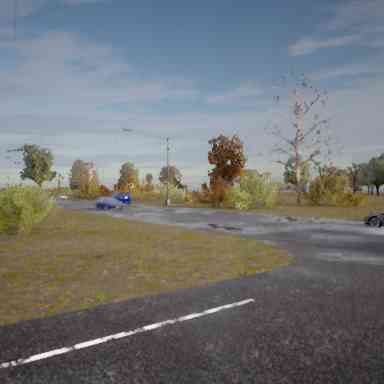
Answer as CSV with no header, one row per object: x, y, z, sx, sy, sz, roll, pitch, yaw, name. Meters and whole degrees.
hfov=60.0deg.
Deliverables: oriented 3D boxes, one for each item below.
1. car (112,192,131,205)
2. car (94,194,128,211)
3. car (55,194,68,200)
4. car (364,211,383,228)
-11.464,0.981,51.780,2.150,2.045,5.566,0,0,-37,car
-9.453,1.317,37.514,1.882,1.535,5.008,0,0,-37,car
-30.283,1.166,76.677,1.895,1.301,4.718,0,1,-37,car
12.664,1.519,19.850,1.994,1.385,4.181,0,0,-37,car
